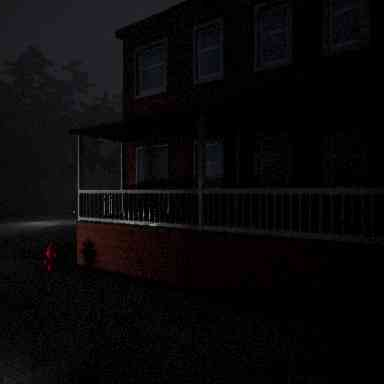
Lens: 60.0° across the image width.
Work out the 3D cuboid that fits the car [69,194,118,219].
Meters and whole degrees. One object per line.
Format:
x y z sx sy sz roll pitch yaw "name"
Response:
-7.697 1.221 28.480 2.150 2.045 5.566 0 0 35 "car"
